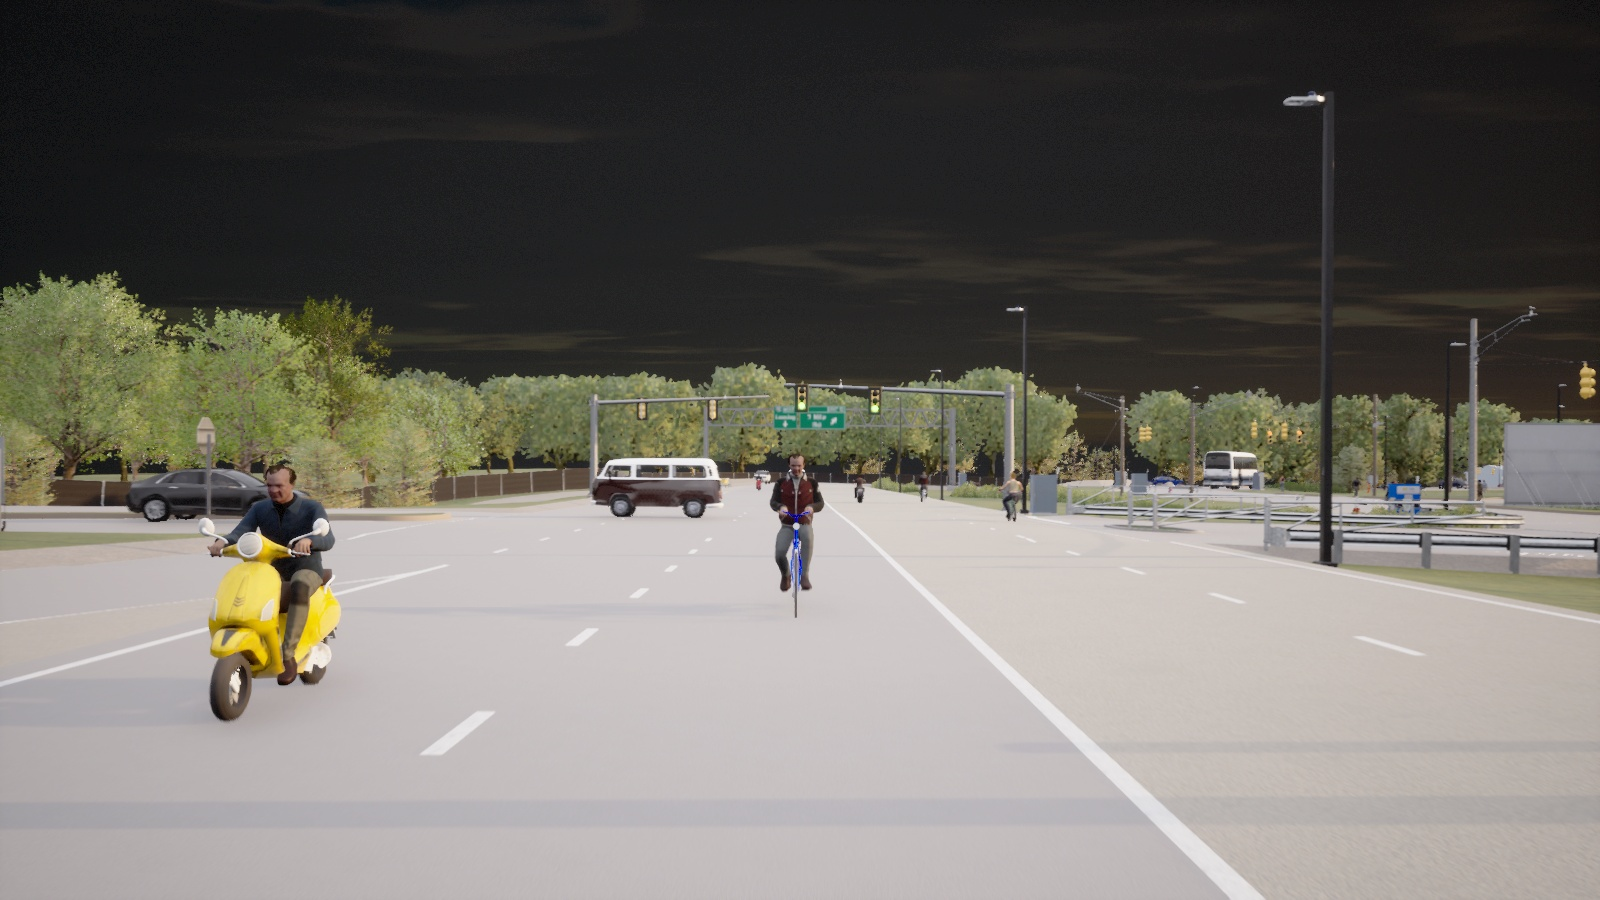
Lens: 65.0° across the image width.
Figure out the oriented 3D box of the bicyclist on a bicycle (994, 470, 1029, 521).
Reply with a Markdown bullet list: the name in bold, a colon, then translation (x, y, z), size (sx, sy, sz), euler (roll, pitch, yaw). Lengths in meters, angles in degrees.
- **bicyclist on a bicycle**: translation (6.933, 1.498, 41.230), size (0.866, 1.612, 1.509), euler (1, -2, -1)

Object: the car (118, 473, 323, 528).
- **car**: translation (-16.199, 1.401, 35.292), size (4.892, 1.490, 1.837), euler (0, -1, 0)

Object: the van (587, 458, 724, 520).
- **van**: translation (-4.902, 1.327, 43.040), size (4.480, 2.038, 2.069), euler (0, -2, -1)

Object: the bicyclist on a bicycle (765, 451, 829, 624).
- **bicyclist on a bicycle**: translation (-0.034, 0.916, 13.807), size (0.659, 1.776, 1.843), euler (0, -1, 0)

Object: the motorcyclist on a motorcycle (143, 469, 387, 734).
- **motorcyclist on a motorcycle**: translation (-3.520, 0.923, 8.471), size (0.866, 1.590, 1.817), euler (0, -1, 0)
